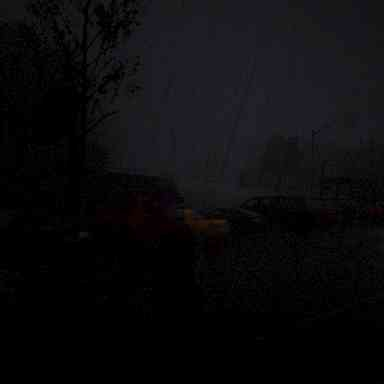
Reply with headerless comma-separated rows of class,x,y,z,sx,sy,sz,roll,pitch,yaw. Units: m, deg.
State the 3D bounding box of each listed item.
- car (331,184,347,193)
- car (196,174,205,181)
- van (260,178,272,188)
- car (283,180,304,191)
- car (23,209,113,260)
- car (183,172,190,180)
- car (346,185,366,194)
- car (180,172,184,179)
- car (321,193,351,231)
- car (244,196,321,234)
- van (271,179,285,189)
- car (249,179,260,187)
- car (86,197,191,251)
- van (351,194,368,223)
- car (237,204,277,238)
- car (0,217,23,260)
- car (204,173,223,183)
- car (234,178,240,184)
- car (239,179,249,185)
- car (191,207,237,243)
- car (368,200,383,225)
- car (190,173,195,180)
car,24.906,-0.427,55.603,2.435,2.045,5.566,7,3,35
car,4.118,-3.700,85.117,2.435,2.045,5.566,7,3,34
van,16.214,-1.765,67.827,1.878,1.987,4.442,7,4,35
car,19.700,-0.994,62.991,2.231,1.521,4.892,7,3,35
car,-5.575,1.523,12.571,4.792,1.488,2.163,-1,-1,35
car,0.597,-4.086,90.055,2.185,1.767,4.553,4,1,33
car,26.596,0.135,53.130,2.002,1.452,4.674,7,3,35
car,-1.174,-4.363,92.403,2.435,2.045,5.566,1,-1,34
car,6.741,1.266,21.227,5.566,2.045,2.435,-1,-1,35
car,4.227,1.262,19.524,5.566,2.045,2.435,-1,-1,35
van,17.941,-1.492,65.355,1.878,1.987,4.442,7,4,35
car,14.641,-1.813,70.559,1.946,1.575,5.366,7,3,35
car,-3.129,1.247,14.315,5.566,2.045,2.435,-1,-1,35
van,9.281,1.296,22.896,4.442,1.987,1.878,-1,-1,35
car,1.799,1.548,17.767,4.674,1.452,2.002,-1,-1,35
car,-7.996,1.493,10.826,4.892,1.521,2.231,-1,-1,35
car,5.968,-3.177,82.856,1.946,1.575,5.366,7,3,34
car,11.069,-2.318,75.343,2.002,1.452,4.674,7,3,35
car,12.811,-2.045,72.880,2.002,1.452,4.674,7,4,35
car,-0.809,1.502,16.141,5.366,1.575,1.946,-1,-1,35
car,11.691,1.402,24.645,4.553,1.767,2.185,-1,-1,35
car,2.325,-3.851,87.584,2.185,1.767,4.553,6,3,34
